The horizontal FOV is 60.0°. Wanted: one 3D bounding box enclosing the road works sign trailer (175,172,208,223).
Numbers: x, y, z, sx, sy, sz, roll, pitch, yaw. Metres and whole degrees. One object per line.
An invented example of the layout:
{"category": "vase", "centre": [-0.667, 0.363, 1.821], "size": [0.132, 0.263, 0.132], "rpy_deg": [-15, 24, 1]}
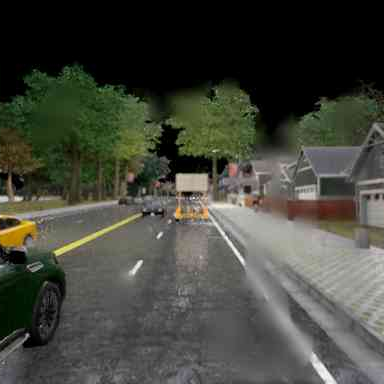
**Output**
{"category": "road works sign trailer", "centre": [-0.006, 0.367, 24.184], "size": [2.380, 3.560, 2.880], "rpy_deg": [0, 0, 1]}

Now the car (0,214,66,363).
{"category": "car", "centre": [-3.148, 1.211, 3.127], "size": [2.150, 2.045, 5.566], "rpy_deg": [0, 0, 0]}

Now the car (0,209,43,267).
{"category": "car", "centre": [-6.600, 1.442, 10.143], "size": [1.882, 1.535, 5.008], "rpy_deg": [0, 0, 0]}

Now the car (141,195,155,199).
{"category": "car", "centre": [-6.582, 1.269, 50.592], "size": [1.837, 1.490, 4.892], "rpy_deg": [0, 0, 0]}

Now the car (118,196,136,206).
{"category": "car", "centre": [-9.831, 1.312, 50.568], "size": [2.033, 1.411, 5.357], "rpy_deg": [0, 0, 0]}

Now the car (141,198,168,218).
{"category": "car", "centre": [-3.151, 1.480, 28.819], "size": [1.895, 1.301, 4.718], "rpy_deg": [0, 0, 0]}
